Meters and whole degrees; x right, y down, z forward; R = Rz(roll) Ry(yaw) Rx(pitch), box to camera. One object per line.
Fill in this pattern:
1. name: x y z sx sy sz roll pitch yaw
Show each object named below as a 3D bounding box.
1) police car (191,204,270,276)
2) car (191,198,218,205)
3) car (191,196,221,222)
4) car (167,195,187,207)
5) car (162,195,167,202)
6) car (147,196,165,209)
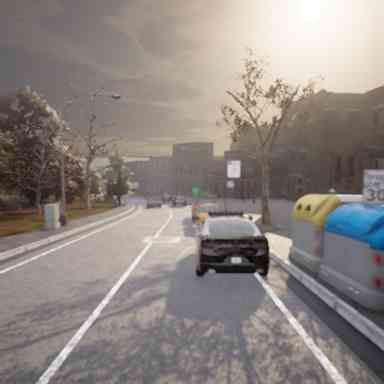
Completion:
1. police car: 1.035 1.388 10.388 1.930 1.638 5.238 0 0 0
2. car: 1.021 1.383 20.514 1.801 1.575 5.366 0 0 0
3. car: 1.005 1.255 26.347 2.097 1.767 4.553 0 0 -1
4. car: -1.907 1.305 47.756 2.128 1.511 4.902 -1 0 -10
5. car: -4.811 1.284 61.539 1.837 1.490 4.892 -2 0 -16
6. car: -5.002 1.478 43.762 1.895 1.301 4.718 -1 0 -8
